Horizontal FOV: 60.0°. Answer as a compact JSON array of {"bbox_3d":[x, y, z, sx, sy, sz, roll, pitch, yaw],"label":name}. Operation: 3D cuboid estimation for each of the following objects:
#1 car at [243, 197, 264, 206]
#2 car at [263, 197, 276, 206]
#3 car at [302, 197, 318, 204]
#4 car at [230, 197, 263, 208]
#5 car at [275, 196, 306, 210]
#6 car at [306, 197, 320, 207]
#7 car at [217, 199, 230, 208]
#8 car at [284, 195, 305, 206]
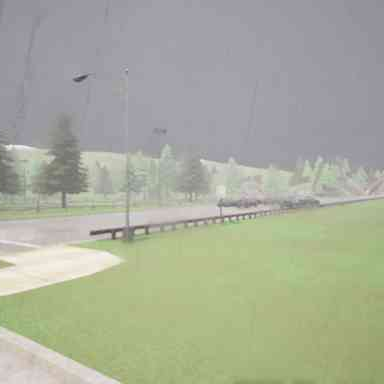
[{"bbox_3d":[11.261,1.636,60.730,1.882,1.535,5.008,0,0,35],"label":"car"},{"bbox_3d":[14.131,1.629,58.727,2.128,1.511,4.902,0,0,35],"label":"car"},{"bbox_3d":[23.301,1.643,65.578,1.812,1.442,4.674,0,0,35],"label":"car"},{"bbox_3d":[8.310,1.628,50.290,2.128,1.511,4.902,0,0,35],"label":"car"},{"bbox_3d":[13.547,1.599,45.574,1.837,1.490,4.892,0,0,35],"label":"car"},{"bbox_3d":[19.399,1.600,54.043,1.837,1.490,4.892,0,0,35],"label":"car"},{"bbox_3d":[5.610,1.721,52.522,1.994,1.385,4.181,0,0,35],"label":"car"},{"bbox_3d":[17.815,1.468,57.719,2.097,1.767,4.553,0,0,35],"label":"car"}]
